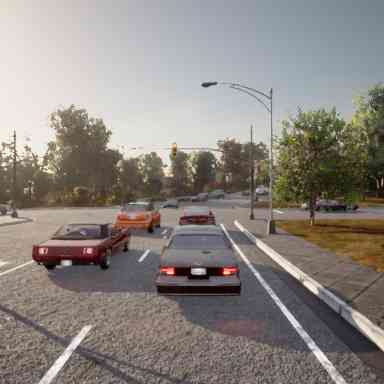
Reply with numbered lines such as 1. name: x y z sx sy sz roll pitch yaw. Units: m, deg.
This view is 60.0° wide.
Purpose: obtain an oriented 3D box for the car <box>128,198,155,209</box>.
1. car: -7.253 1.685 48.516 2.033 1.411 5.357 0 0 12

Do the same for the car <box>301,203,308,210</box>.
1. car: 16.053 1.661 41.261 4.718 1.301 1.895 -1 0 4

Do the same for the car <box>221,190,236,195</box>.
1. car: 10.017 0.140 91.064 1.895 1.301 4.718 0 3 33

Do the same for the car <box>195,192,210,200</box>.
1. car: 2.545 0.953 77.753 1.812 1.442 4.674 0 3 26

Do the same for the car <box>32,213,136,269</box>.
1. car: -3.336 1.618 11.141 1.895 1.301 4.718 0 0 1

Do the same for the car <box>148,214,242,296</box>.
1. car: 0.143 1.558 8.803 2.033 1.411 5.357 0 0 0

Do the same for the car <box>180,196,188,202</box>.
1. car: -1.594 1.472 68.108 1.895 1.301 4.718 0 2 21

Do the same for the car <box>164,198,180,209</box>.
1. car: -3.043 1.697 47.101 1.994 1.385 4.181 0 0 -2

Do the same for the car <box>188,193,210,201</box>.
1. car: 1.416 1.492 66.141 1.895 1.301 4.718 0 2 21

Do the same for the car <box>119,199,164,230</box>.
1. car: -3.139 1.397 20.119 2.097 1.767 4.553 0 0 2

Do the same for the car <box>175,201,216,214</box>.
1. car: 0.330 1.518 18.550 1.882 1.535 5.008 0 0 2

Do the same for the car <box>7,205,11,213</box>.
1. car: -22.426 1.745 36.396 4.902 1.511 2.128 -1 0 2

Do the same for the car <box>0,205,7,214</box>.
1. car: -21.556 1.708 32.850 4.902 1.511 2.128 -1 0 4

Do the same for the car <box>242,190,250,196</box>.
1. car: 14.325 0.261 84.722 2.128 1.511 4.902 0 3 33

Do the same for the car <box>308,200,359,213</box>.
1. car: 16.122 1.646 37.750 4.718 1.301 1.895 -1 0 4

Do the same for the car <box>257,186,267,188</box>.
1. car: 20.017 -0.763 93.200 2.150 2.045 5.566 0 3 38

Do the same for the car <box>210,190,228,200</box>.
1. car: 5.712 0.647 76.260 2.150 2.045 5.566 0 3 26

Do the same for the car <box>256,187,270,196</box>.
1. car: 17.865 0.264 83.797 1.895 1.301 4.718 0 3 33
